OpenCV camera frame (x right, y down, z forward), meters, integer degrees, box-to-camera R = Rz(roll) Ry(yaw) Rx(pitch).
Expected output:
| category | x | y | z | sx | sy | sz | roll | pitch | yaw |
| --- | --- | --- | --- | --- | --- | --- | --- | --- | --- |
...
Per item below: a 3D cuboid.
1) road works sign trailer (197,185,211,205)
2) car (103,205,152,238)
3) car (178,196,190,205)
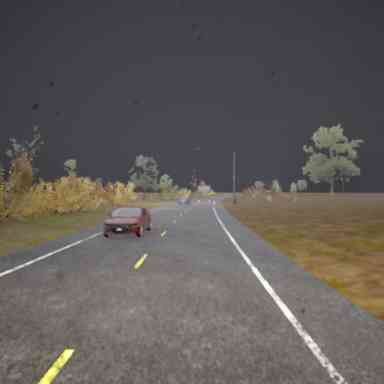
| category | x | y | z | sx | sy | sz | roll | pitch | yaw |
| --- | --- | --- | --- | --- | --- | --- | --- | --- | --- |
| road works sign trailer | 2.162 | 0.515 | 59.852 | 2.380 | 3.560 | 2.880 | 0 | 0 | 4 |
| car | -3.367 | 1.494 | 18.113 | 1.882 | 1.535 | 5.008 | 0 | 0 | 1 |
| car | -1.399 | 1.540 | 59.397 | 2.128 | 1.511 | 4.902 | 0 | 0 | 5 |
